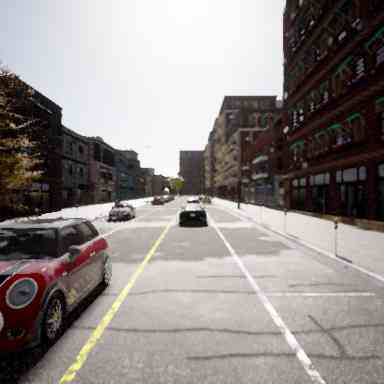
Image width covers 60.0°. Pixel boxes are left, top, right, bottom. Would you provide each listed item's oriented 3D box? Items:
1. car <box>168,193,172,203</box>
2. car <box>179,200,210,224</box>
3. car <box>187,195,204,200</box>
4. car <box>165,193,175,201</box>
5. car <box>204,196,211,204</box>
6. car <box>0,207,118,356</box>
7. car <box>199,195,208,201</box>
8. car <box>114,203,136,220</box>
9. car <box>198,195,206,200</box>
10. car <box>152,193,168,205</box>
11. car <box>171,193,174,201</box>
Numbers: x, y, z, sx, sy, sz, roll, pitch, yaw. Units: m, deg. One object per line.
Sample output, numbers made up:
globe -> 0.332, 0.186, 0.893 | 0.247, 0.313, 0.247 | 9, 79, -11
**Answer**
car -> -5.660, 1.502, 67.369 | 1.947, 1.339, 4.313 | 1, 0, 0
car -> 0.080, 1.539, 24.782 | 1.994, 1.385, 4.181 | 0, 0, 0
car -> 0.109, 1.446, 45.694 | 2.128, 1.511, 4.902 | 0, 0, 0
car -> -5.650, 1.239, 84.428 | 2.192, 1.841, 5.009 | 1, 0, 0
car -> 2.720, 1.465, 61.911 | 1.752, 1.417, 4.829 | 1, 0, 0
car -> -3.050, 1.345, 6.340 | 2.097, 1.767, 4.553 | 0, 0, 0
car -> 2.723, 1.509, 78.801 | 1.802, 1.307, 4.206 | 1, 0, 0
car -> -5.669, 1.554, 27.562 | 1.802, 1.307, 4.206 | 1, 0, 0
car -> 2.727, 1.464, 90.174 | 1.887, 1.381, 4.507 | 1, 0, 0
car -> -5.660, 1.386, 55.995 | 1.967, 1.590, 4.097 | 1, 0, 0
car -> -5.656, 1.372, 73.055 | 1.967, 1.590, 4.097 | 1, 0, 0
